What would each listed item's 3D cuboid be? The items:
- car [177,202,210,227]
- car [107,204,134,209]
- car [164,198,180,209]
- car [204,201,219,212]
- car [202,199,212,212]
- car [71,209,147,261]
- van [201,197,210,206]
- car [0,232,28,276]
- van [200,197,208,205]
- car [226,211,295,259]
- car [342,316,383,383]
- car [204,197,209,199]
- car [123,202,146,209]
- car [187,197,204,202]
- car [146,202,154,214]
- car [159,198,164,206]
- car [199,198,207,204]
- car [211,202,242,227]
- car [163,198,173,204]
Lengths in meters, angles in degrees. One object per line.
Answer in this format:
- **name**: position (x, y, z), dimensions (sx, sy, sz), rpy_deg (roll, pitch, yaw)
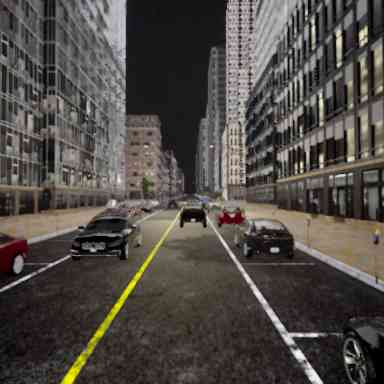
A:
- **car**: position (0.096, 1.716, 24.624), dimensions (1.837, 1.490, 4.892), rpy_deg (0, -2, 0)
- **car**: position (-5.684, 1.795, 24.193), dimensions (1.802, 1.307, 4.206), rpy_deg (1, 0, 0)
- **car**: position (-3.062, 1.955, 54.338), dimensions (1.837, 1.490, 4.892), rpy_deg (0, 0, 0)
- **car**: position (2.696, 1.972, 46.470), dimensions (1.802, 1.307, 4.206), rpy_deg (1, 0, 0)
- **car**: position (2.696, 1.897, 40.893), dimensions (2.008, 1.369, 4.403), rpy_deg (1, 0, 0)
- **car**: position (-3.100, 1.623, 12.877), dimensions (1.837, 1.490, 4.892), rpy_deg (0, -1, 0)
- **van**: position (2.697, 1.899, 68.779), dimensions (1.690, 1.788, 3.998), rpy_deg (1, 0, 0)
- **car**: position (-5.682, 1.618, 8.014), dimensions (1.887, 1.381, 4.507), rpy_deg (1, -1, 0)
- **van**: position (2.697, 1.939, 74.356), dimensions (1.690, 1.788, 3.998), rpy_deg (1, 0, 0)
- **car**: position (2.698, 1.668, 13.008), dimensions (2.008, 1.369, 4.403), rpy_deg (1, 0, 0)
- **car**: position (2.699, 1.588, 2.309), dimensions (1.947, 1.339, 4.313), rpy_deg (1, -1, 0)
- **car**: position (2.695, 2.042, 57.623), dimensions (1.947, 1.339, 4.313), rpy_deg (1, 0, 0)
- **car**: position (-5.682, 1.698, 29.767), dimensions (1.967, 1.590, 4.097), rpy_deg (1, 0, 0)
- **car**: position (0.098, 1.702, 41.273), dimensions (2.097, 1.767, 4.553), rpy_deg (0, 0, 0)
- **car**: position (-5.684, 1.913, 40.915), dimensions (1.947, 1.339, 4.313), rpy_deg (1, 0, 0)
- **car**: position (-5.684, 1.999, 68.788), dimensions (1.967, 1.590, 4.097), rpy_deg (1, 0, 0)
- **car**: position (2.694, 2.220, 85.507), dimensions (1.887, 1.381, 4.507), rpy_deg (1, 0, 0)
- **car**: position (2.699, 1.652, 24.164), dimensions (1.967, 1.590, 4.097), rpy_deg (1, 0, 0)
- **car**: position (-5.687, 2.204, 79.936), dimensions (1.947, 1.339, 4.313), rpy_deg (1, 0, 0)
